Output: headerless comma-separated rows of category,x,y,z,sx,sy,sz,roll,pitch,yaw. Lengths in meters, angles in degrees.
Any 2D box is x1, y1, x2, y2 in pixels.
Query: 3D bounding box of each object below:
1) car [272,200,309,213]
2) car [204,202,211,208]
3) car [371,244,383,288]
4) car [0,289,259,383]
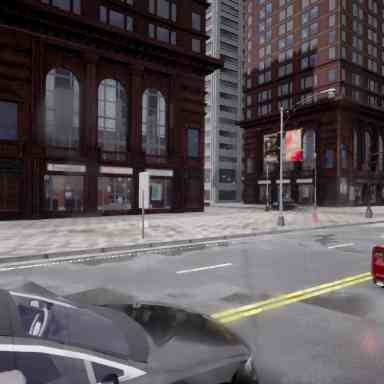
car,11.599,1.716,39.505,1.812,1.442,4.674,1,-1,-35
car,1.040,1.875,54.372,1.895,1.301,4.718,1,-1,-35
car,6.209,1.489,7.867,5.008,1.535,1.882,0,0,-35
car,-1.617,1.491,2.292,4.902,1.511,2.128,0,0,-35
